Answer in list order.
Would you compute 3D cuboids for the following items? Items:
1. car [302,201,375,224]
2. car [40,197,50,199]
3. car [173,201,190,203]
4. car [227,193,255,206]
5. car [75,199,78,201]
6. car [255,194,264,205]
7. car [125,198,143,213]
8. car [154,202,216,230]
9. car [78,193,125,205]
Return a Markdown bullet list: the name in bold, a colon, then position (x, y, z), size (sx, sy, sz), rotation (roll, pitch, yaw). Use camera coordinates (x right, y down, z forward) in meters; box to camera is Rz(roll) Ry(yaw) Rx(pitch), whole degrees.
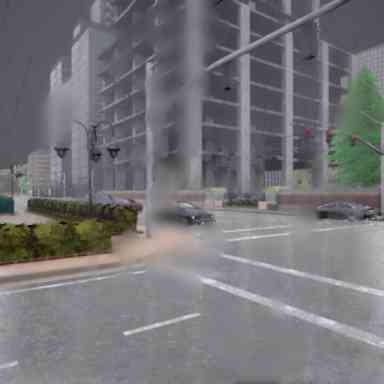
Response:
- **car**: position (10.469, 1.431, 24.056), size (4.902, 1.511, 2.128), rotation (0, 1, 42)
- **car**: position (-23.050, 1.484, 52.041), size (2.033, 1.411, 5.357), rotation (0, 0, -36)
- **car**: position (-0.808, 1.460, 27.224), size (1.812, 1.442, 4.674), rotation (0, 0, -36)
- **car**: position (7.110, 1.090, 50.662), size (1.905, 1.878, 3.866), rotation (0, 0, -36)
- **car**: position (-15.129, 1.482, 46.976), size (2.033, 1.411, 5.357), rotation (0, 0, -36)
- **car**: position (9.499, 1.088, 52.377), size (1.905, 1.878, 3.866), rotation (0, 0, -36)
- **car**: position (-7.044, 1.412, 35.814), size (1.882, 1.535, 5.008), rotation (0, 0, -36)
- **car**: position (-0.613, 1.537, 21.002), size (1.895, 1.301, 4.718), rotation (0, 0, -36)
- **car**: position (-8.903, 1.152, 32.411), size (2.150, 2.045, 5.566), rotation (0, 1, -36)
